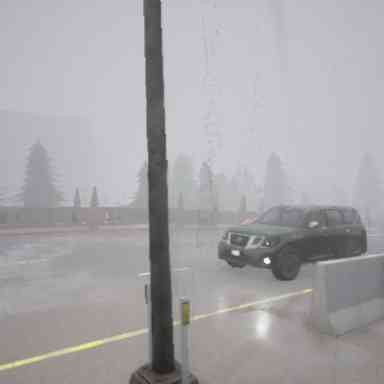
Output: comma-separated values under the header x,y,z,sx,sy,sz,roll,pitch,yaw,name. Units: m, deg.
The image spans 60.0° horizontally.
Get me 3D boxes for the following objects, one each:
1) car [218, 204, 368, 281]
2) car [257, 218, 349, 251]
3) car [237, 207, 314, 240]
x,y,z,sx,sy,sz,roll,pitch,yaw,name
3.458,1.423,10.757,5.566,2.045,2.150,3,-2,-35,car
5.624,2.050,16.600,4.718,1.301,1.895,4,-2,-35,car
5.202,1.921,20.594,4.553,1.767,2.097,5,-3,-35,car
